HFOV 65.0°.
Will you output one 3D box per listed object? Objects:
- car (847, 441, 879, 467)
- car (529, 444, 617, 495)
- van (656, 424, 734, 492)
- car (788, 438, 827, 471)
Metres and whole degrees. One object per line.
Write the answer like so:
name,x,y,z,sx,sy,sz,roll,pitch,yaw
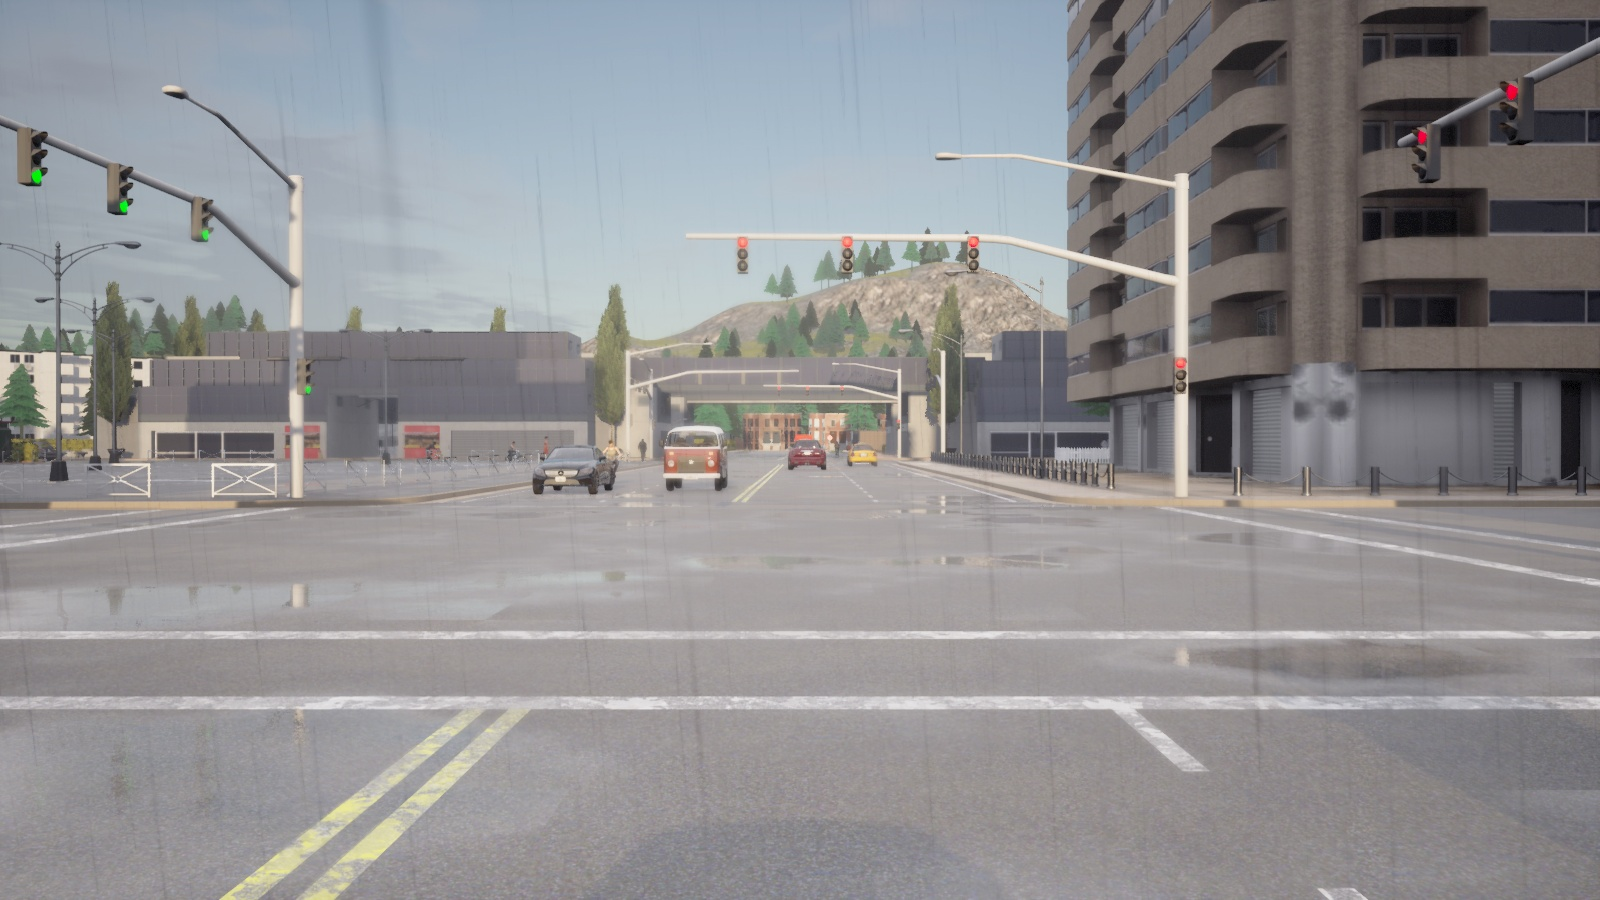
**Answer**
car,3.962,0.236,80.185,1.801,1.575,5.366,0,1,0
car,-6.774,0.551,37.914,1.812,1.442,4.674,0,0,0
van,-3.262,0.240,39.909,2.069,2.038,4.480,0,0,0
car,0.404,0.207,69.817,2.097,1.767,4.553,0,0,0
